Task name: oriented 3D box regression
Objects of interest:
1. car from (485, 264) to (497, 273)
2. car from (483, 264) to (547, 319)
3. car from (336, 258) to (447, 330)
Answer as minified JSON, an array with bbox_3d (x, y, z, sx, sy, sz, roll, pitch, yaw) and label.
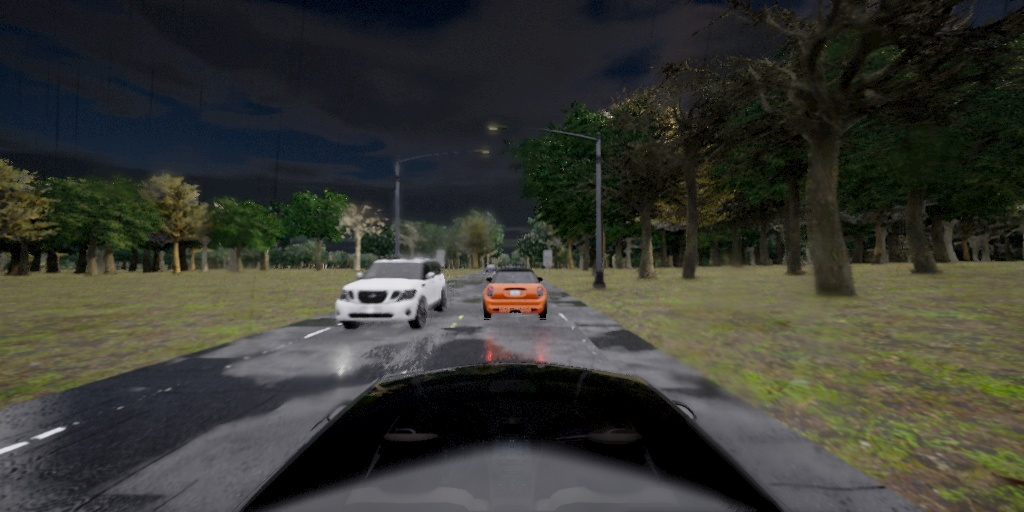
[{"bbox_3d":[-3.554,2.159,61.260,1.812,1.442,4.674,0,-1,0],"label":"car"},{"bbox_3d":[0.100,1.211,13.421,2.097,1.767,4.553,0,-1,0],"label":"car"},{"bbox_3d":[-3.601,1.065,11.885,2.150,2.045,5.566,0,-1,0],"label":"car"}]
